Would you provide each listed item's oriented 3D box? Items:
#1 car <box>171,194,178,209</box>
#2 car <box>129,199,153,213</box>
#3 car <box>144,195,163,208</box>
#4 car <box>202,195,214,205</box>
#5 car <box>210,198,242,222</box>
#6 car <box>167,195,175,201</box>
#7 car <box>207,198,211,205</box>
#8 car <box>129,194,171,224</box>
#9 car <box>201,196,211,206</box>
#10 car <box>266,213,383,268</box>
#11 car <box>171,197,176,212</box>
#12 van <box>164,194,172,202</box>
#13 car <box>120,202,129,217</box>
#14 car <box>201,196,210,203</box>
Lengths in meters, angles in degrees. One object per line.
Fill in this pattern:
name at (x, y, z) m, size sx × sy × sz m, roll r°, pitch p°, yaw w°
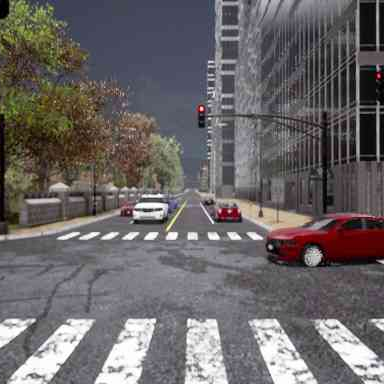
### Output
car at (-3.009, 1.369, 45.936) m, size 2.097 × 1.767 × 4.553 m, roll 0°, pitch 0°, yaw 0°
car at (-5.624, 1.564, 37.468) m, size 2.008 × 1.369 × 4.403 m, roll 0°, pitch 0°, yaw 0°
car at (-5.603, 1.331, 48.835) m, size 2.192 × 1.841 × 5.009 m, roll 0°, pitch 0°, yaw 0°
car at (2.797, 1.452, 60.179) m, size 1.967 × 1.590 × 4.097 m, roll 0°, pitch 0°, yaw 0°
car at (2.738, 1.450, 26.093) m, size 1.967 × 1.590 × 4.097 m, roll 0°, pitch 0°, yaw 0°
car at (-5.534, 1.557, 88.617) m, size 1.802 × 1.307 × 4.206 m, roll 0°, pitch 0°, yaw 0°
car at (2.747, 1.577, 31.773) m, size 1.947 × 1.339 × 4.313 m, roll 0°, pitch 0°, yaw 0°
car at (-3.058, 1.231, 25.571) m, size 2.150 × 2.045 × 5.566 m, roll 0°, pitch 0°, yaw 0°
car at (2.787, 1.581, 54.498) m, size 1.947 × 1.339 × 4.313 m, roll 0°, pitch 0°, yaw 0°
car at (4.912, 1.466, 10.984) m, size 5.008 × 1.535 × 1.882 m, roll 0°, pitch 0°, yaw -12°
car at (-3.035, 1.539, 35.724) m, size 1.812 × 1.442 × 4.674 m, roll 0°, pitch 0°, yaw 0°
van at (-5.553, 1.336, 77.250) m, size 1.690 × 1.788 × 3.998 m, roll 0°, pitch 0°, yaw 0°
car at (-5.634, 1.556, 31.785) m, size 1.887 × 1.381 × 4.507 m, roll 0°, pitch 0°, yaw 0°
car at (2.818, 1.527, 71.715) m, size 1.752 × 1.417 × 4.829 m, roll 0°, pitch 0°, yaw 0°
